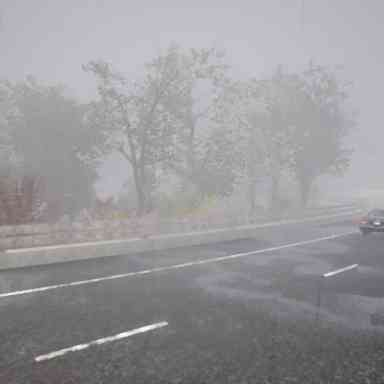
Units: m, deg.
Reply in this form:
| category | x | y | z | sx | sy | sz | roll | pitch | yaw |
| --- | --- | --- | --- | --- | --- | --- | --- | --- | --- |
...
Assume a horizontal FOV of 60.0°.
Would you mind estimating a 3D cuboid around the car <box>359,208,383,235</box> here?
| category | x | y | z | sx | sy | sz | roll | pitch | yaw |
| --- | --- | --- | --- | --- | --- | --- | --- | --- | --- |
| car | 10.791 | 1.586 | 18.165 | 2.033 | 1.411 | 5.357 | 0 | 0 | 43 |
